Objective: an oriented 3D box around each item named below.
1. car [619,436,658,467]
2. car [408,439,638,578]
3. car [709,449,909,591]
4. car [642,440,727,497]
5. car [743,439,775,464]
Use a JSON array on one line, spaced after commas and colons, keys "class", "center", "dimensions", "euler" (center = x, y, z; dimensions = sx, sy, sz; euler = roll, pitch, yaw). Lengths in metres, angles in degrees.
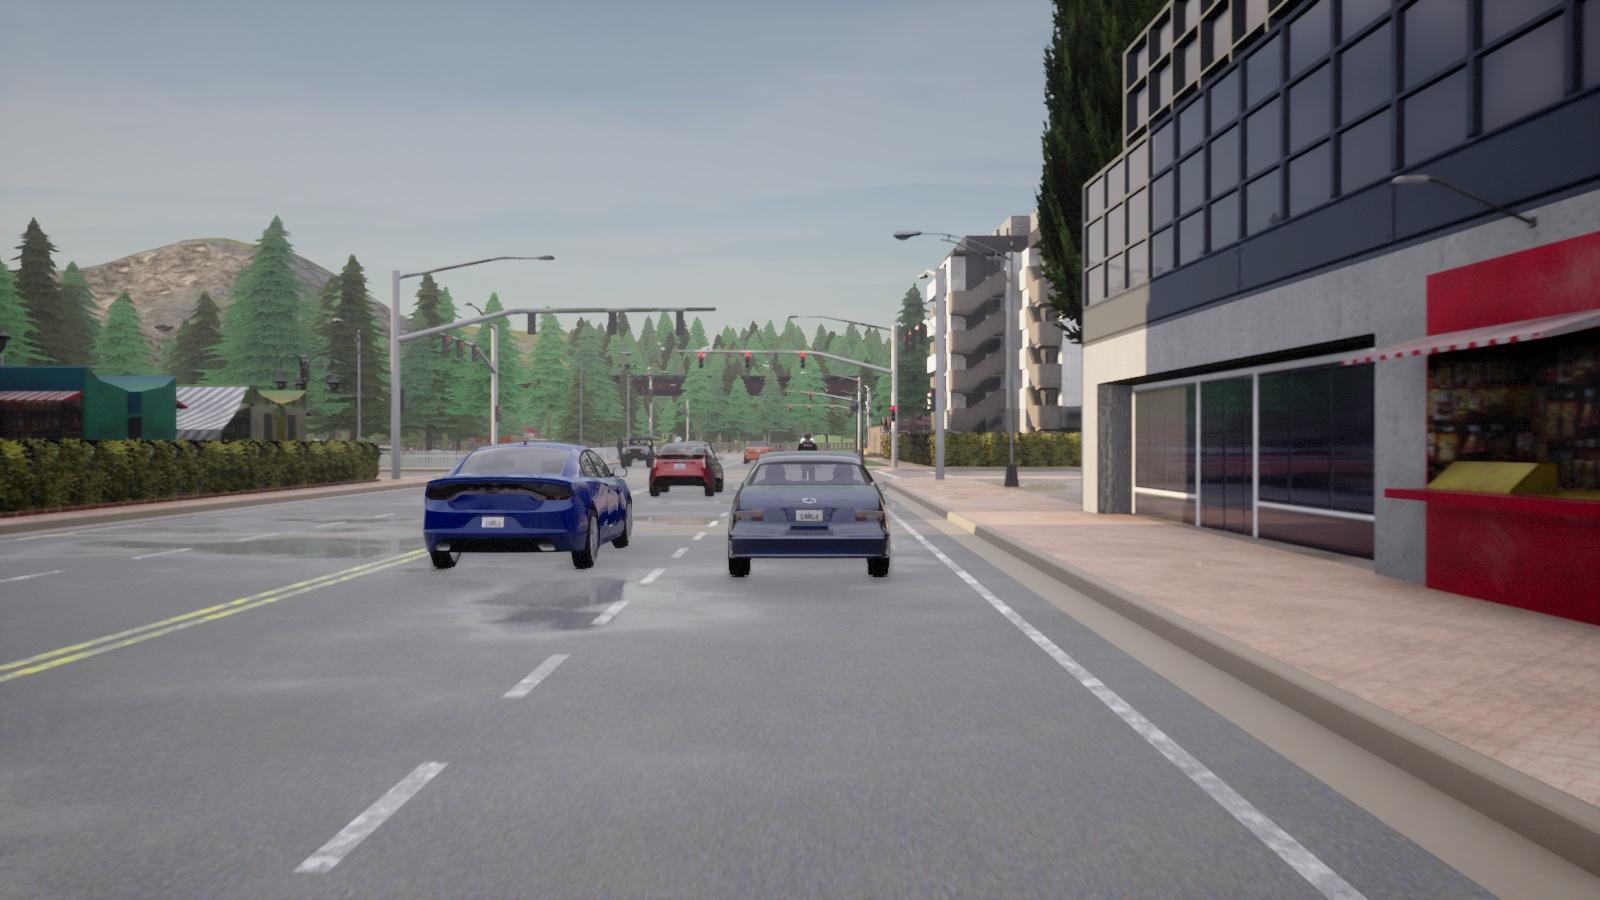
[{"class": "car", "center": [-10.027, 0.092, 78.092], "dimensions": [1.905, 1.878, 3.866], "euler": [0, 1, 0]}, {"class": "car", "center": [-3.389, 0.629, 16.399], "dimensions": [1.882, 1.535, 5.008], "euler": [0, 0, 0]}, {"class": "car", "center": [0.106, 0.707, 15.430], "dimensions": [2.033, 1.411, 5.357], "euler": [0, 0, 0]}, {"class": "car", "center": [-3.272, 0.486, 36.264], "dimensions": [2.007, 1.525, 4.514], "euler": [0, 0, 0]}, {"class": "car", "center": [-2.949, 0.088, 91.279], "dimensions": [2.097, 1.767, 4.553], "euler": [0, 0, 0]}]
